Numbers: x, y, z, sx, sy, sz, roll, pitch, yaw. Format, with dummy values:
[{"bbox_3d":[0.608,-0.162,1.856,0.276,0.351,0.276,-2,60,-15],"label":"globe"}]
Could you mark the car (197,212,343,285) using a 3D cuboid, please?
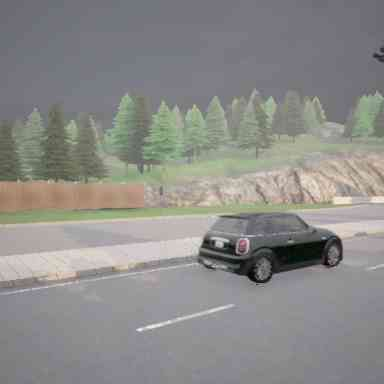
[{"bbox_3d":[2.421,1.354,9.768,4.553,1.767,2.097,0,0,-36],"label":"car"}]
